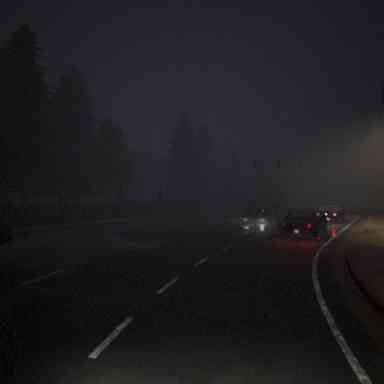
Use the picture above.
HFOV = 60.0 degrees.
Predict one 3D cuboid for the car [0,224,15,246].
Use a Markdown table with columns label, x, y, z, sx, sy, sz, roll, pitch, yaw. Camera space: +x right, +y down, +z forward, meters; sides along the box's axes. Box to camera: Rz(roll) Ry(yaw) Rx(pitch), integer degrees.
| label | x | y | z | sx | sy | sz | roll | pitch | yaw |
| --- | --- | --- | --- | --- | --- | --- | --- | --- | --- |
| car | -8.695 | 1.597 | 11.298 | 2.033 | 1.411 | 5.357 | 0 | 0 | 17 |

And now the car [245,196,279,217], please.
| label | x | y | z | sx | sy | sz | roll | pitch | yaw |
| --- | --- | --- | --- | --- | --- | --- | --- | --- | --- |
| car | 7.364 | 1.392 | 34.440 | 2.150 | 2.045 | 5.566 | 0 | 0 | 31 |

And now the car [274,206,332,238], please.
| label | x | y | z | sx | sy | sz | roll | pitch | yaw |
| --- | --- | --- | --- | --- | --- | --- | --- | --- | --- |
| car | 6.323 | 1.698 | 18.580 | 1.895 | 1.301 | 4.718 | 0 | 0 | 30 |

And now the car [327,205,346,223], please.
| label | x | y | z | sx | sy | sz | roll | pitch | yaw |
| --- | --- | --- | --- | --- | --- | --- | --- | --- | --- |
| car | 11.303 | 1.743 | 27.129 | 1.895 | 1.301 | 4.718 | 0 | 0 | 30 |
